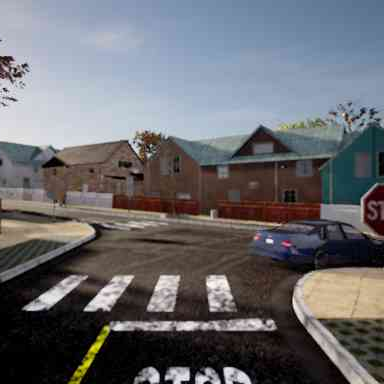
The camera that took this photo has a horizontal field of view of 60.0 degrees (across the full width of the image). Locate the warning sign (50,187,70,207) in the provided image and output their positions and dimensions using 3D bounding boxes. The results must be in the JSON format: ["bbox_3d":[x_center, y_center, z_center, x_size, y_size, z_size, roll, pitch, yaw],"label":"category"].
[{"bbox_3d":[-12.273,0.451,30.864,1.060,1.860,1.300,-1,1,32],"label":"warning sign"}]

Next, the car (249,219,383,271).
[{"bbox_3d":[4.410,1.639,10.974,5.357,1.411,2.033,4,-1,-31],"label":"car"}]
